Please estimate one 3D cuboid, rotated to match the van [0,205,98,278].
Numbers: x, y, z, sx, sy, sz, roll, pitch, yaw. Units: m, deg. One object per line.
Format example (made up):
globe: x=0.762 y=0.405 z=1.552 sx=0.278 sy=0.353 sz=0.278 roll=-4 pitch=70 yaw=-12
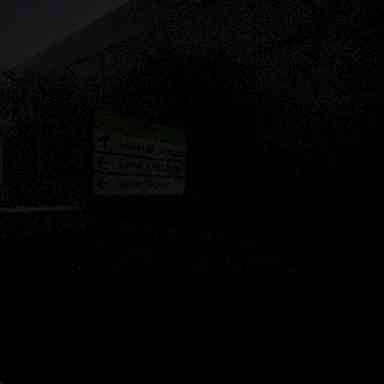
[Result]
van: x=-4.533 y=1.364 z=8.670 sx=1.878 sy=1.987 sz=4.442 roll=-2 pitch=-1 yaw=36
